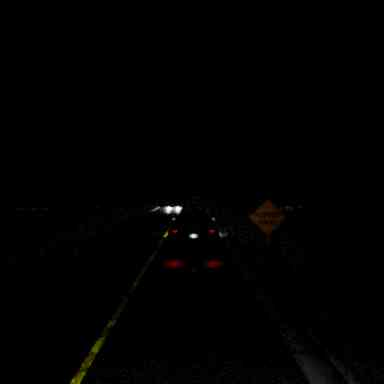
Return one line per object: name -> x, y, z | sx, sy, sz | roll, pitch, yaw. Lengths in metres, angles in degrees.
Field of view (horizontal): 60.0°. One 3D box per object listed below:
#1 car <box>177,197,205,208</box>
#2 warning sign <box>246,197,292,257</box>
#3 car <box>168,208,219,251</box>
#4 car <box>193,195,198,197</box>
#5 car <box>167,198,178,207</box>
car -> 0.064, 1.509, 29.026 | 2.128, 1.511, 4.902 | 0, 0, 0
warning sign -> 2.521, 1.120, 11.053 | 1.300, 1.860, 1.060 | 0, 0, 0
car -> 0.067, 1.570, 14.057 | 1.994, 1.385, 4.181 | 0, 0, 0
car -> 0.941, 1.618, 86.061 | 1.812, 1.442, 4.674 | 0, 0, 0
car -> -2.832, 1.640, 52.641 | 1.895, 1.301, 4.718 | 0, 0, 0
